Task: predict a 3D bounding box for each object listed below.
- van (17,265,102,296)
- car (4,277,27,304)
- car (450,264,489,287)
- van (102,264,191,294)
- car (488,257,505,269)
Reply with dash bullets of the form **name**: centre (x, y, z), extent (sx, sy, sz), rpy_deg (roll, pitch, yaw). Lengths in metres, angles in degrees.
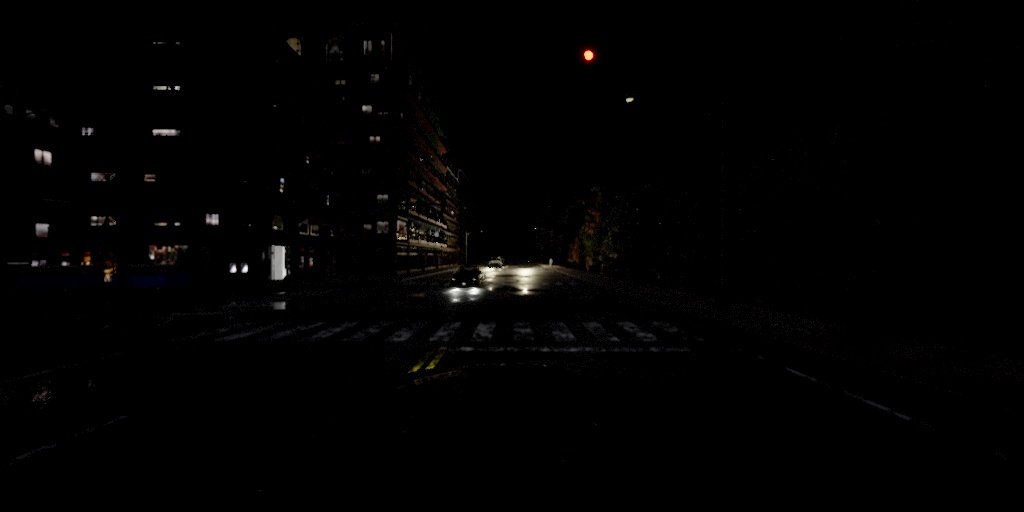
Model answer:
- **van**: centre (-28.180, 1.486, 22.431), extent (3.998, 1.789, 1.690), rpy_deg (0, 0, 0)
- **car**: centre (-22.549, 1.660, 14.122), extent (4.207, 1.307, 1.802), rpy_deg (0, 0, 0)
- **car**: centre (-3.096, 1.409, 25.792), extent (2.033, 1.411, 5.357), rpy_deg (0, 0, 0)
- **van**: centre (-22.579, 1.413, 22.469), extent (3.998, 1.789, 1.690), rpy_deg (0, 0, 0)
- **car**: centre (-2.844, 1.278, 61.116), extent (2.150, 2.045, 5.566), rpy_deg (0, 1, 0)
